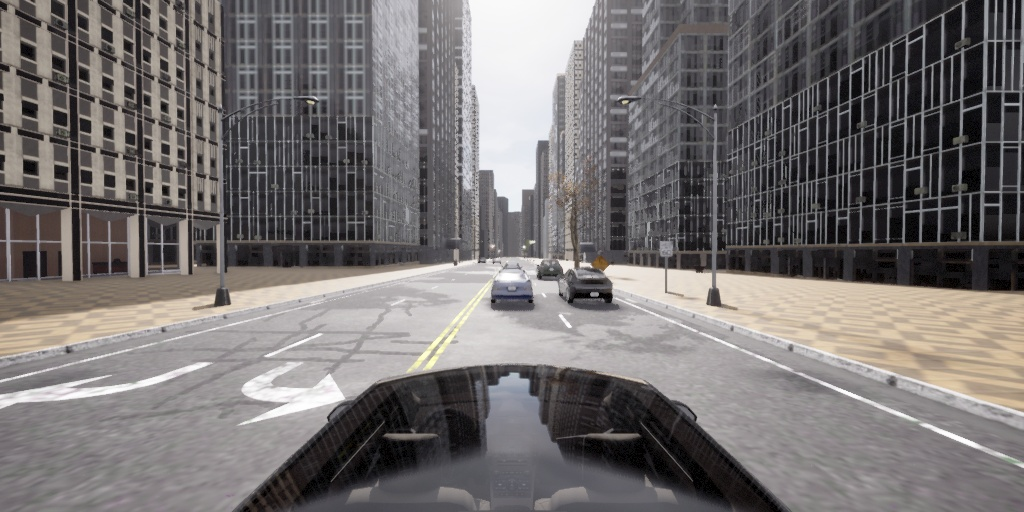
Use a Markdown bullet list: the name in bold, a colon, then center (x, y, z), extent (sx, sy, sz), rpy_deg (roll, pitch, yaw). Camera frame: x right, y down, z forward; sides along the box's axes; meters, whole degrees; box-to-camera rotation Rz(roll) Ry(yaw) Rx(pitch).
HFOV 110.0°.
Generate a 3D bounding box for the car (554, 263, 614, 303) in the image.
- **car**: center (3.251, 1.263, 16.502), extent (1.837, 1.490, 4.892), rpy_deg (0, 0, 0)

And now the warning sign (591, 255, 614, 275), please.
- **warning sign**: center (6.100, 0.858, 24.875), extent (1.300, 1.860, 1.060), rpy_deg (0, 0, 0)

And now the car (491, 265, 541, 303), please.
- **car**: center (0.000, 1.309, 16.502), extent (2.033, 1.411, 5.357), rpy_deg (0, 0, 0)

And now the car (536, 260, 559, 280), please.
- **car**: center (3.250, 1.108, 31.473), extent (2.097, 1.767, 4.553), rpy_deg (0, 0, 0)

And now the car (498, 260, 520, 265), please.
- **car**: center (0.000, 1.275, 31.504), extent (1.812, 1.442, 4.674), rpy_deg (0, 0, 0)
